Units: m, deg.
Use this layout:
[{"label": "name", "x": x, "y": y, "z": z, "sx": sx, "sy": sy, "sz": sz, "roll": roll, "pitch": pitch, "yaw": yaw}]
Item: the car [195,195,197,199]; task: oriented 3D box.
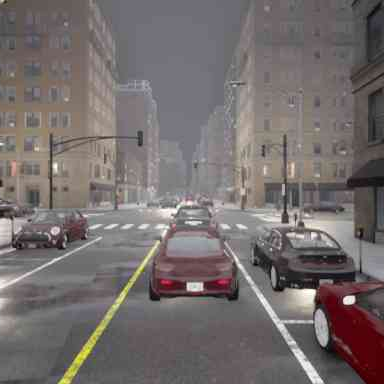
[{"label": "car", "x": 2.233, "y": 1.520, "z": 69.215, "sx": 2.192, "sy": 1.841, "sz": 5.009, "roll": 0, "pitch": 0, "yaw": -1}]

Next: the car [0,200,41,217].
[{"label": "car", "x": -16.657, "y": 1.476, "z": 30.226, "sx": 4.902, "sy": 1.511, "sz": 2.128, "roll": 0, "pitch": -1, "yaw": 0}]

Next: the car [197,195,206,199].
[{"label": "car", "x": 2.361, "y": 1.724, "z": 58.200, "sx": 1.947, "sy": 1.339, "sz": 4.313, "roll": 0, "pitch": 0, "yaw": -1}]

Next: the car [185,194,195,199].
[{"label": "car", "x": -0.558, "y": 1.480, "z": 79.421, "sx": 2.150, "sy": 2.045, "sz": 5.566, "roll": 0, "pitch": 0, "yaw": -1}]

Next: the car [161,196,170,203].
[{"label": "car", "x": -6.421, "y": 1.698, "z": 80.137, "sx": 1.967, "sy": 1.590, "sz": 4.097, "roll": 0, "pitch": 0, "yaw": -1}]

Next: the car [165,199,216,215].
[{"label": "car", "x": 0.064, "y": 1.385, "z": 15.609, "sx": 2.097, "sy": 1.767, "sz": 4.553, "roll": 0, "pitch": 0, "yaw": 0}]

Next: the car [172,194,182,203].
[{"label": "car", "x": -3.540, "y": 1.472, "z": 77.816, "sx": 2.150, "sy": 2.045, "sz": 5.566, "roll": 0, "pitch": 0, "yaw": -1}]

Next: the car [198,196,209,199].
[{"label": "car", "x": 2.425, "y": 1.682, "z": 52.694, "sx": 1.887, "sy": 1.381, "sz": 4.507, "roll": 0, "pitch": 0, "yaw": -1}]

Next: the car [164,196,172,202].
[{"label": "car", "x": -6.550, "y": 1.887, "z": 91.152, "sx": 1.947, "sy": 1.339, "sz": 4.313, "roll": 0, "pitch": 0, "yaw": -1}]

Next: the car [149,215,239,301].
[{"label": "car", "x": 0.018, "y": 1.543, "z": 8.286, "sx": 1.812, "sy": 1.442, "sz": 4.674, "roll": 0, "pitch": 0, "yaw": -1}]

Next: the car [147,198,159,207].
[{"label": "car", "x": -6.100, "y": 1.687, "z": 52.598, "sx": 2.008, "sy": 1.369, "sz": 4.403, "roll": 0, "pitch": 0, "yaw": -1}]

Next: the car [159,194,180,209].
[{"label": "car", "x": -3.277, "y": 1.475, "z": 48.484, "sx": 2.097, "sy": 1.767, "sz": 4.553, "roll": 0, "pitch": 0, "yaw": -1}]

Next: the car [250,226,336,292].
[{"label": "car", "x": 2.656, "y": 1.569, "z": 8.768, "sx": 2.008, "sy": 1.369, "sz": 4.403, "roll": 0, "pitch": 0, "yaw": 0}]

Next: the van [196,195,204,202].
[{"label": "van", "x": 2.040, "y": 1.631, "z": 85.735, "sx": 1.690, "sy": 1.788, "sz": 3.998, "roll": 0, "pitch": 0, "yaw": -1}]

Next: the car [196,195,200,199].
[{"label": "car", "x": 2.294, "y": 1.706, "z": 63.877, "sx": 1.752, "sy": 1.417, "sz": 4.829, "roll": 0, "pitch": 0, "yaw": -1}]

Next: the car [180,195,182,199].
[{"label": "car", "x": -3.439, "y": 1.721, "z": 67.285, "sx": 1.812, "sy": 1.442, "sz": 4.674, "roll": 0, "pitch": 0, "yaw": 0}]

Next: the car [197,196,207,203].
[{"label": "car", "x": 2.168, "y": 1.671, "z": 74.722, "sx": 1.967, "sy": 1.590, "sz": 4.097, "roll": 0, "pitch": 0, "yaw": -1}]

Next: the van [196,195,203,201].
[{"label": "van", "x": 1.976, "y": 1.663, "z": 91.242, "sx": 1.690, "sy": 1.788, "sz": 3.998, "roll": 0, "pitch": 0, "yaw": -1}]

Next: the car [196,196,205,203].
[{"label": "car", "x": 2.104, "y": 1.699, "z": 80.227, "sx": 1.967, "sy": 1.590, "sz": 4.097, "roll": 0, "pitch": 0, "yaw": -1}]

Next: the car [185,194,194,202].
[{"label": "car", "x": -0.683, "y": 1.540, "z": 90.139, "sx": 2.150, "sy": 2.045, "sz": 5.566, "roll": 0, "pitch": 0, "yaw": -1}]

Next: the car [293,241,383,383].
[{"label": "car", "x": 2.669, "y": 1.551, "z": 3.276, "sx": 1.887, "sy": 1.381, "sz": 4.507, "roll": 0, "pitch": 0, "yaw": 0}]

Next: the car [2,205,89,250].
[{"label": "car", "x": -5.881, "y": 1.470, "z": 14.237, "sx": 1.967, "sy": 1.590, "sz": 4.097, "roll": 0, "pitch": 0, "yaw": 0}]

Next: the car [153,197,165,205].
[{"label": "car", "x": -6.228, "y": 1.724, "z": 63.613, "sx": 1.887, "sy": 1.381, "sz": 4.507, "roll": 0, "pitch": 0, "yaw": -1}]

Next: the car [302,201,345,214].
[{"label": "car", "x": 14.630, "y": 1.713, "z": 37.183, "sx": 4.674, "sy": 1.442, "sz": 1.812, "roll": 0, "pitch": -1, "yaw": 1}]

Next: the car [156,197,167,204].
[{"label": "car", "x": -6.293, "y": 1.786, "z": 69.121, "sx": 1.802, "sy": 1.307, "sz": 4.206, "roll": 0, "pitch": 0, "yaw": -1}]

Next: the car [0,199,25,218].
[{"label": "car", "x": -15.581, "y": 1.305, "z": 26.899, "sx": 4.553, "sy": 1.767, "sz": 2.097, "roll": 0, "pitch": -1, "yaw": 2}]
